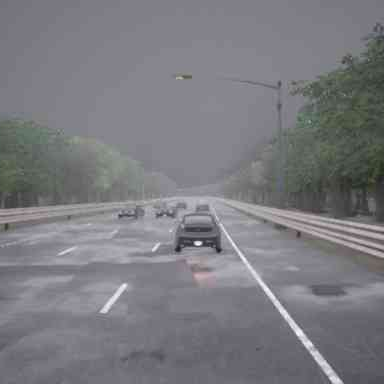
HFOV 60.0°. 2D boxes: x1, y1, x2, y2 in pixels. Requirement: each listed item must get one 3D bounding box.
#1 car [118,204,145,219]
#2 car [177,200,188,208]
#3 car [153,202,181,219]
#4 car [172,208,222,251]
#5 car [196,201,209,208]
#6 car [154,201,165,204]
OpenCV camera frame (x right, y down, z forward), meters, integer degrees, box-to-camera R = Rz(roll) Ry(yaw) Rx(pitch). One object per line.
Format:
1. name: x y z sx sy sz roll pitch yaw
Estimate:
1. car: -6.074 1.965 33.743 2.033 1.411 5.357 0 -1 2
2. car: -1.719 2.165 54.912 1.837 1.490 4.892 0 -1 2
3. car: -2.542 2.031 34.477 1.895 1.301 4.718 0 -1 2
4. car: 0.289 1.700 15.014 1.837 1.490 4.892 0 0 1
5. car: 1.563 2.129 49.403 1.812 1.442 4.674 0 -1 2
6. car: -5.224 2.148 54.848 2.128 1.511 4.902 0 -1 2
